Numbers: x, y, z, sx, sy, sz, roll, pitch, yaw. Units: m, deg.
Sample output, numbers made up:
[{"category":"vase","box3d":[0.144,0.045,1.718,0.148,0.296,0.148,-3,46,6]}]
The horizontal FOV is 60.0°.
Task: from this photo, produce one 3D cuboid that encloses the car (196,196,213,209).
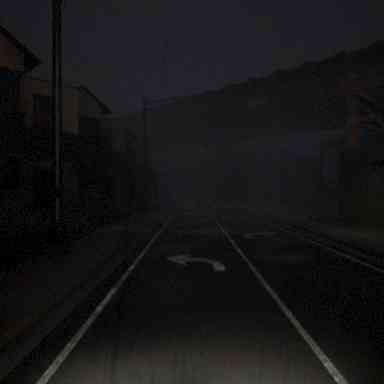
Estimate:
[{"category":"car","box3d":[1.592,1.286,41.969,1.882,1.535,5.008,0,1,6]}]
